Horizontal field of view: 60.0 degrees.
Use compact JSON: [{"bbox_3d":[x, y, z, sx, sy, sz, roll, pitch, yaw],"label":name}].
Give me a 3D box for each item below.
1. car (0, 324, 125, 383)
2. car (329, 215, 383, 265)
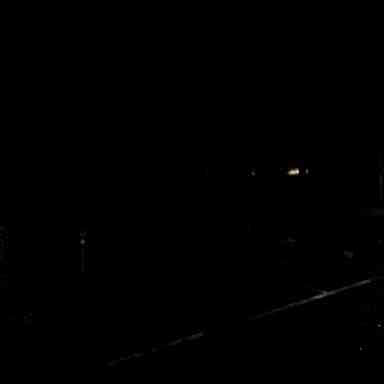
[{"bbox_3d":[-2.632,1.610,1.500,4.718,1.301,1.895,0,0,-36],"label":"car"},{"bbox_3d":[6.484,1.491,11.276,4.313,1.339,1.947,0,0,-35],"label":"car"}]
